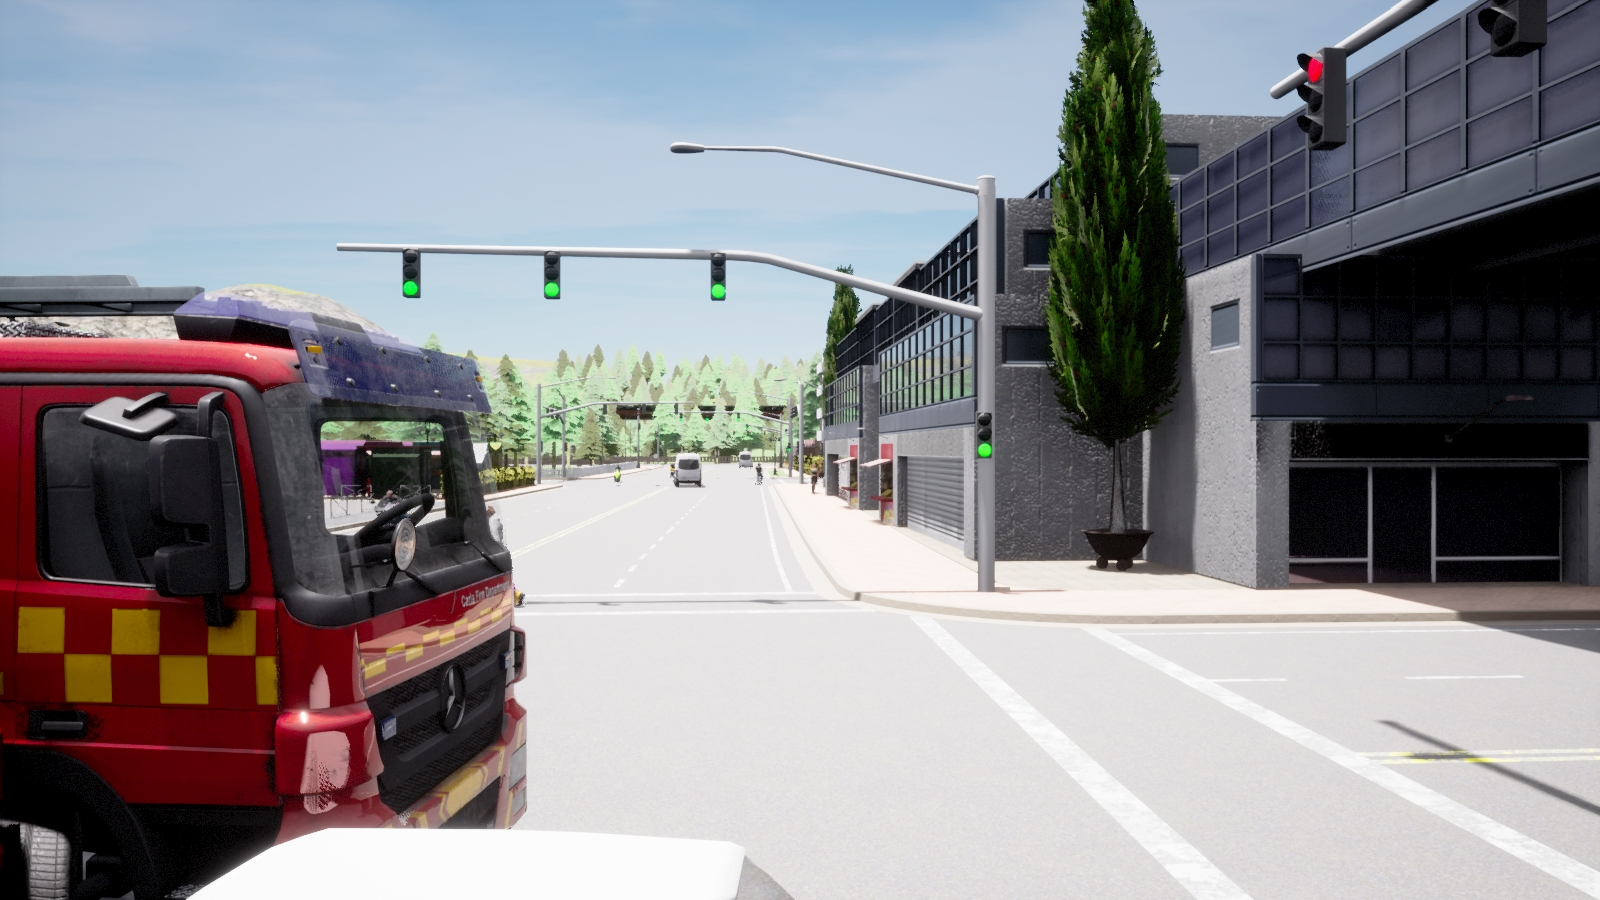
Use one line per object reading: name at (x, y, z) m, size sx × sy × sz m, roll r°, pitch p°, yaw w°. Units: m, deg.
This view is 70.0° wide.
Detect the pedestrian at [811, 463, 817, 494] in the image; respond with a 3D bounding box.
pedestrian at (0.824, 1.696, 68.110) m, size 0.375 × 1.860 × 0.375 m, roll 0°, pitch 0°, yaw 3°

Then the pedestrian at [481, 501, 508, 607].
pedestrian at (-5.458, 1.848, 20.446) m, size 0.375 × 1.860 × 0.375 m, roll 0°, pitch 0°, yaw 1°

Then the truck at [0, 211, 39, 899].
truck at (-7.587, 0.890, 3.490) m, size 8.468 × 3.827 × 2.891 m, roll 0°, pitch 0°, yaw -3°

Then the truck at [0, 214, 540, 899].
truck at (-6.102, 0.890, 6.659) m, size 8.468 × 3.827 × 2.891 m, roll 0°, pitch 0°, yaw 4°

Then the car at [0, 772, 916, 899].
car at (-1.549, 2.065, 3.579) m, size 3.806 × 1.475 × 1.970 m, roll 0°, pitch 0°, yaw 5°
